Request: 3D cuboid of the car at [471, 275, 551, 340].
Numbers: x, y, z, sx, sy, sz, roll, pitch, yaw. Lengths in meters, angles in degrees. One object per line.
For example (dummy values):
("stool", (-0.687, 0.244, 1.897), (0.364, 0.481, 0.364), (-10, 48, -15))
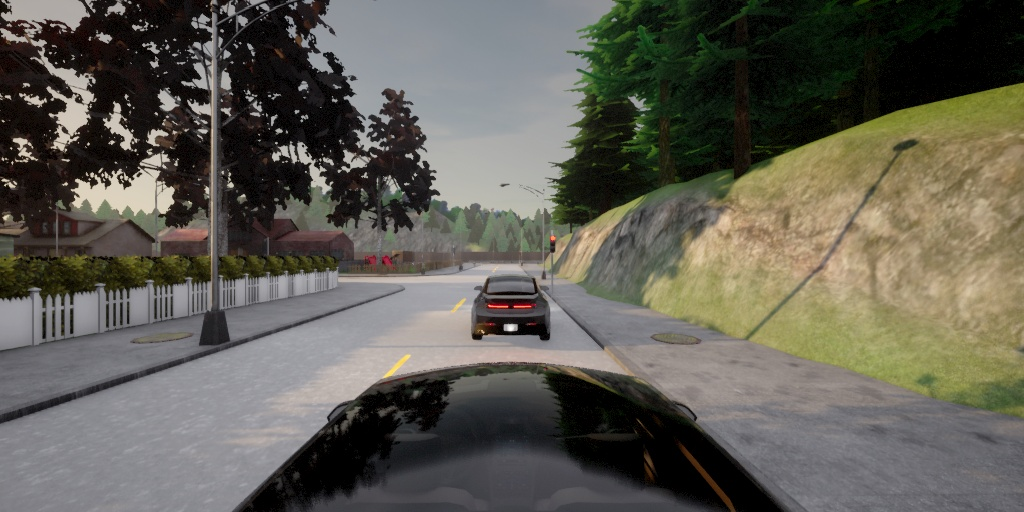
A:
("car", (-0.019, 1.255, 9.947), (1.837, 1.490, 4.892), (0, 0, 0))
